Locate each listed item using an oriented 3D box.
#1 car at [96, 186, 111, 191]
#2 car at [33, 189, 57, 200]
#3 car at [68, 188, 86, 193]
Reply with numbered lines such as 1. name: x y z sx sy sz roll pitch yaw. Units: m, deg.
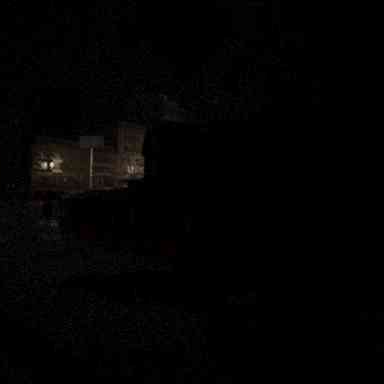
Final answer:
1. car: -17.719 -0.455 68.844 2.033 1.411 5.357 3 3 18
2. car: -20.828 0.342 47.229 1.812 1.442 4.674 2 2 1
3. car: -19.911 0.026 58.989 1.895 1.301 4.718 3 2 11
